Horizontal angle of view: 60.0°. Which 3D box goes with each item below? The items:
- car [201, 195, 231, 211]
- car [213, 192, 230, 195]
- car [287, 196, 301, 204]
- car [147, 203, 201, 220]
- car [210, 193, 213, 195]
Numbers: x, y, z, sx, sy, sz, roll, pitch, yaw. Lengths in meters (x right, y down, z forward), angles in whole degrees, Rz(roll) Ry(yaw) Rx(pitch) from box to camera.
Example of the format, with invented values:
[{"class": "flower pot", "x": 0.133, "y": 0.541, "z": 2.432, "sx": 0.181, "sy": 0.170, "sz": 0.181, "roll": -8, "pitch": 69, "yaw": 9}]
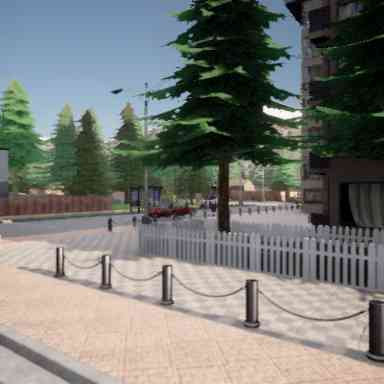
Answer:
[{"class": "car", "x": 2.726, "y": 1.455, "z": 39.622, "sx": 1.812, "sy": 1.442, "sz": 4.674, "roll": 0, "pitch": 0, "yaw": 37}, {"class": "car", "x": 7.717, "y": 1.034, "z": 81.681, "sx": 1.932, "sy": 1.855, "sz": 4.605, "roll": 0, "pitch": 0, "yaw": 36}, {"class": "car", "x": 18.558, "y": 1.462, "z": 59.670, "sx": 2.128, "sy": 1.511, "sz": 4.902, "roll": 2, "pitch": 0, "yaw": -1}, {"class": "car", "x": -1.650, "y": 1.560, "z": 27.942, "sx": 1.895, "sy": 1.301, "sz": 4.718, "roll": 0, "pitch": 0, "yaw": 37}, {"class": "car", "x": 5.452, "y": 1.029, "z": 82.839, "sx": 1.905, "sy": 1.878, "sz": 3.866, "roll": 0, "pitch": 0, "yaw": 36}]
